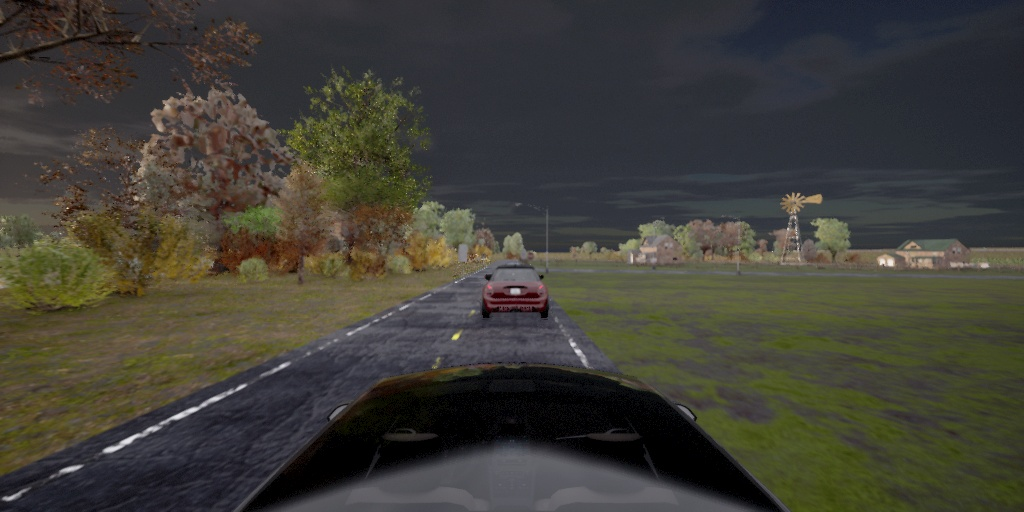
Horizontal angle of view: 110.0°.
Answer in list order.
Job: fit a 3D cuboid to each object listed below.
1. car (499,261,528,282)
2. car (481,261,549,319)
[{"bbox_3d":[0.108,1.169,29.275,2.128,1.511,4.902,0,0,0],"label":"car"},{"bbox_3d":[0.104,1.072,12.853,2.097,1.767,4.553,0,0,0],"label":"car"}]
